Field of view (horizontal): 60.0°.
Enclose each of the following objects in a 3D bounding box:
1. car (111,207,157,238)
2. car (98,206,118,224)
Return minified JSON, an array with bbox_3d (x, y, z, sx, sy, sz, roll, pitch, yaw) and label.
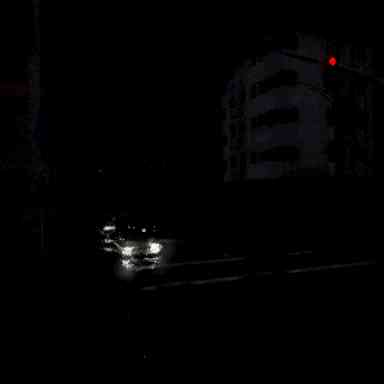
[{"bbox_3d":[-3.527,1.888,20.445,1.837,1.490,4.892,0,0,-22],"label":"car"},{"bbox_3d":[-7.314,2.005,29.986,2.128,1.511,4.902,0,-1,-22],"label":"car"}]
